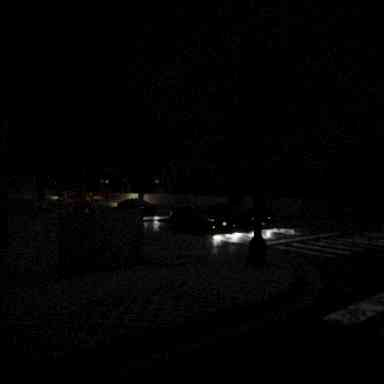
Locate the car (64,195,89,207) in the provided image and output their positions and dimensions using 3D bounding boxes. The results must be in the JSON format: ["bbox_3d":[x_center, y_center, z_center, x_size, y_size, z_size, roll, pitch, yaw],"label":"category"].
[{"bbox_3d":[-15.711,1.174,45.190,1.837,1.490,4.892,0,0,-37],"label":"car"}]

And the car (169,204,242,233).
[{"bbox_3d":[0.469,1.451,18.676,1.994,1.385,4.181,0,0,-37],"label":"car"}]

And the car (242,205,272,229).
[{"bbox_3d":[2.515,1.451,21.351,2.033,1.411,5.357,0,0,-38],"label":"car"}]

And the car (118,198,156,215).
[{"bbox_3d":[-5.287,1.350,31.517,1.882,1.535,5.008,0,0,-38],"label":"car"}]

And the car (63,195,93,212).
[{"bbox_3d":[-12.031,1.339,34.970,2.033,1.411,5.357,0,0,-37],"label":"car"}]
